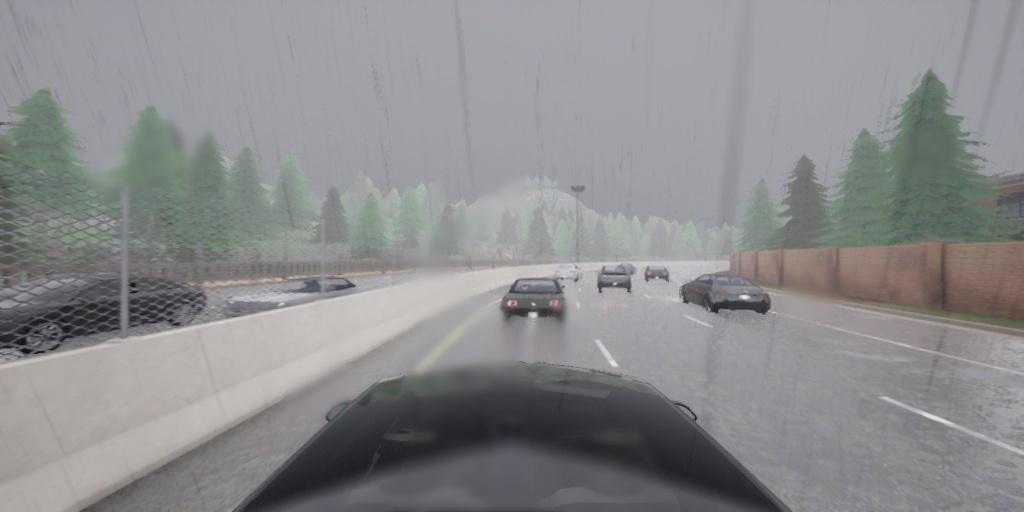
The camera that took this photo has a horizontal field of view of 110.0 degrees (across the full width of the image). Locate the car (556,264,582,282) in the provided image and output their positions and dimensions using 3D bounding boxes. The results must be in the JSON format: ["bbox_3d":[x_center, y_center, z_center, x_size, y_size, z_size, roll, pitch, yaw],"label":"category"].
[{"bbox_3d":[4.713,1.365,29.797,1.812,1.442,4.674,0,0,17],"label":"car"}]

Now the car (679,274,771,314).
[{"bbox_3d":[8.233,1.384,14.257,1.994,1.385,4.181,0,0,8],"label":"car"}]

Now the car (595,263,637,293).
[{"bbox_3d":[6.131,1.319,21.792,2.128,1.511,4.902,0,0,13],"label":"car"}]

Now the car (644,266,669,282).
[{"bbox_3d":[12.584,1.483,31.345,1.895,1.301,4.718,0,0,20],"label":"car"}]

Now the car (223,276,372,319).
[{"bbox_3d":[-6.471,1.342,11.529,1.895,1.301,4.718,0,0,6],"label":"car"}]

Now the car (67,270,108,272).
[{"bbox_3d":[-13.516,1.199,11.327,2.128,1.511,4.902,0,0,6],"label":"car"}]

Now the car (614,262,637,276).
[{"bbox_3d":[13.182,1.473,41.464,1.994,1.385,4.181,0,0,26],"label":"car"}]

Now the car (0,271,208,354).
[{"bbox_3d":[-10.180,1.222,8.747,1.837,1.490,4.892,0,-1,4],"label":"car"}]

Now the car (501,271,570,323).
[{"bbox_3d":[0.870,1.380,12.320,1.895,1.301,4.718,0,0,7],"label":"car"}]
